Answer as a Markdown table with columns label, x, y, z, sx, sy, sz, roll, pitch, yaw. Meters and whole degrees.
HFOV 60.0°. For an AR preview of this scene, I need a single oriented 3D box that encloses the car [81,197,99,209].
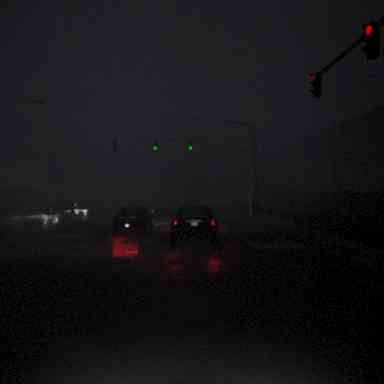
| label | x | y | z | sx | sy | sz | roll | pitch | yaw |
| --- | --- | --- | --- | --- | --- | --- | --- | --- | --- |
| car | -14.028 | 1.411 | 44.851 | 2.128 | 1.511 | 4.902 | 0 | 0 | 0 |

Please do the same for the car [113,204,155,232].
| label | x | y | z | sx | sy | sz | roll | pitch | yaw |
| --- | --- | --- | --- | --- | --- | --- | --- | --- | --- |
| car | -3.401 | 1.489 | 19.834 | 1.837 | 1.490 | 4.892 | 0 | 0 | 0 |

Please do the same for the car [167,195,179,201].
| label | x | y | z | sx | sy | sz | roll | pitch | yaw |
| --- | --- | --- | --- | --- | --- | --- | --- | --- | --- |
| car | -3.504 | 1.333 | 61.247 | 1.882 | 1.535 | 5.008 | 0 | 0 | 0 |

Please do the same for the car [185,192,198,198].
| label | x | y | z | sx | sy | sz | roll | pitch | yaw |
| --- | --- | --- | --- | --- | --- | --- | --- | --- | --- |
| car | -0.004 | 1.071 | 61.277 | 2.150 | 2.045 | 5.566 | 0 | 0 | 0 |

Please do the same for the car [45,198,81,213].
| label | x | y | z | sx | sy | sz | roll | pitch | yaw |
| --- | --- | --- | --- | --- | --- | --- | --- | --- | --- |
| car | -14.028 | 1.440 | 35.629 | 2.128 | 1.511 | 4.902 | 0 | 0 | 0 |

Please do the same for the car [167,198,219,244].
| label | x | y | z | sx | sy | sz | roll | pitch | yaw |
| --- | --- | --- | --- | --- | --- | --- | --- | --- | --- |
| car | 0.099 | 1.343 | 15.907 | 2.097 | 1.767 | 4.553 | 0 | 0 | 0 |
